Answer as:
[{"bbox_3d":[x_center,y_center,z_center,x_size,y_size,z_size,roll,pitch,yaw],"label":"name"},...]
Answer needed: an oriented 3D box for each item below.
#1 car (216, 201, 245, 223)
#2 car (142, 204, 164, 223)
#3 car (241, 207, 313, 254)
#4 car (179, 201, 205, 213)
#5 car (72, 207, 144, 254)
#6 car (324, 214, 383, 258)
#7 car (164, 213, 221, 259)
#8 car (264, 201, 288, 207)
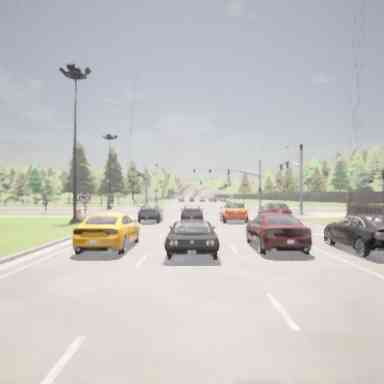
[{"bbox_3d":[3.516,1.655,28.416,2.097,1.767,4.553,0,-1,0],"label":"car"},{"bbox_3d":[-3.484,1.798,28.494,2.128,1.511,4.902,0,0,0],"label":"car"},{"bbox_3d":[3.522,1.631,14.243,1.882,1.535,5.008,0,0,0],"label":"car"},{"bbox_3d":[0.016,1.798,28.493,2.128,1.511,4.902,0,0,0],"label":"car"},{"bbox_3d":[-3.478,1.630,14.236,1.882,1.535,5.008,0,0,0],"label":"car"},{"bbox_3d":[7.016,1.638,13.494,2.128,1.511,4.902,0,0,0],"label":"car"},{"bbox_3d":[0.013,1.744,13.239,1.895,1.301,4.718,0,-1,0],"label":"car"},{"bbox_3d":[7.055,1.655,28.414,2.097,1.767,4.553,0,-1,1],"label":"car"}]
